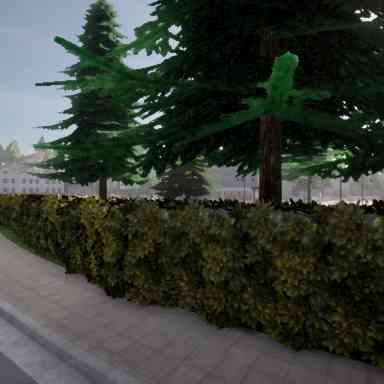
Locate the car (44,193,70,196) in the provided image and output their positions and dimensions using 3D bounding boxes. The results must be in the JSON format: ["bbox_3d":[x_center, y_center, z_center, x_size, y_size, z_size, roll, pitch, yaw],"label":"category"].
[{"bbox_3d":[-29.650,1.298,72.179,4.514,1.523,2.007,0,0,-36],"label":"car"}]

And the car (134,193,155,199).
[{"bbox_3d":[-7.941,1.384,60.690,3.806,1.475,1.970,0,0,-36],"label":"car"}]

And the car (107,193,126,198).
[{"bbox_3d":[-20.372,1.153,90.295,5.027,1.636,2.152,0,0,-36],"label":"car"}]

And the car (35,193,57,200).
[{"bbox_3d":[-36.329,1.097,82.718,4.605,1.855,1.932,0,0,-36],"label":"car"}]

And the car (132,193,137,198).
[{"bbox_3d":[-10.889,1.097,77.775,4.605,1.855,1.932,0,0,-36],"label":"car"}]
